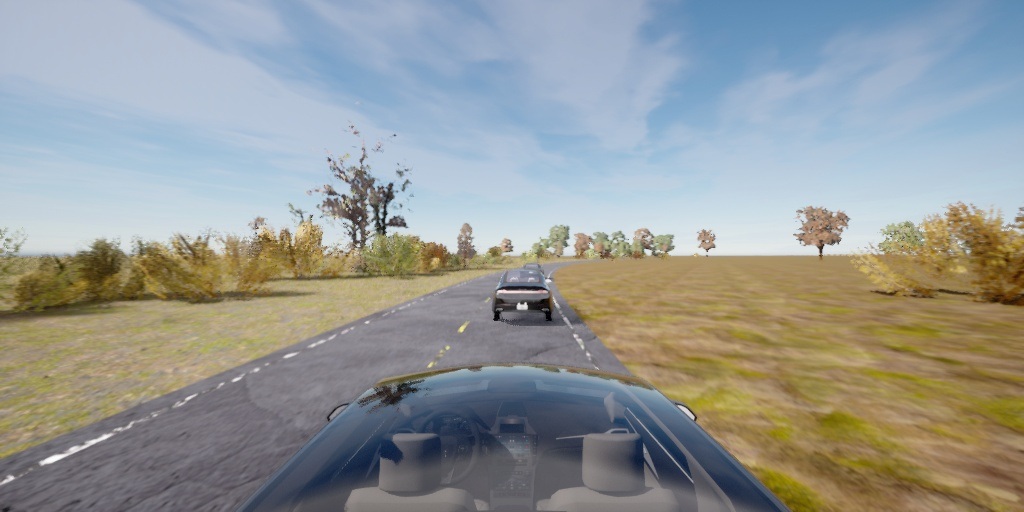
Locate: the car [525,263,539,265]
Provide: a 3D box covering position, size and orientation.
[{"bbox_3d":[1.777,1.304,31.306,1.994,1.385,4.181,0,0,6],"label":"car"}]

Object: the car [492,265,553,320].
[{"bbox_3d":[0.387,1.240,12.586,2.128,1.511,4.902,0,0,2],"label":"car"}]
